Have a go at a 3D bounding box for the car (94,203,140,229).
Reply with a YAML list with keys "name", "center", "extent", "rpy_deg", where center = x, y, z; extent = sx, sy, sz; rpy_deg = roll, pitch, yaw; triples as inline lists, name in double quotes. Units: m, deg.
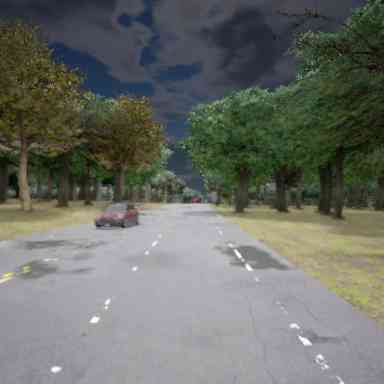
- name: "car"
  center: [-5.251, 1.595, 23.876]
  extent: [2.097, 1.767, 4.553]
  rpy_deg: [0, -1, 7]
